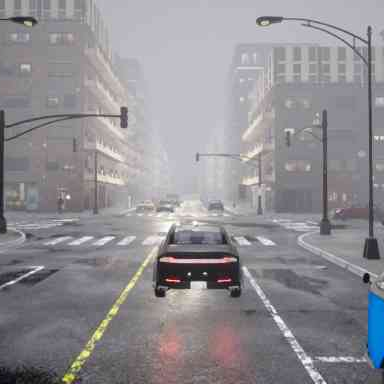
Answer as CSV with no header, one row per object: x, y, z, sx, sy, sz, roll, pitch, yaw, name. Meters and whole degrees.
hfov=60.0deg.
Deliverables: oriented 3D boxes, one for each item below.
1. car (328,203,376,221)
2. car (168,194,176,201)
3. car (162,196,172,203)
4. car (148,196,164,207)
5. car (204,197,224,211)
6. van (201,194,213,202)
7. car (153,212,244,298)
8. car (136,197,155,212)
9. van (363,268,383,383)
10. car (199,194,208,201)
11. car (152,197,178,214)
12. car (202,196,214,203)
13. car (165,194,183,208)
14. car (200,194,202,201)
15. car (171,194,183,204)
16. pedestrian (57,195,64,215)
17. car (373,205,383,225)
13.726,1.609,28.131,4.097,1.590,1.967,0,-1,1,car
-5.403,1.483,90.788,1.967,1.590,4.097,1,0,0,car
-5.455,1.577,73.860,1.887,1.381,4.507,1,0,0,car
-5.522,1.460,51.289,1.967,1.590,4.097,1,0,0,car
2.823,1.581,39.979,1.947,1.339,4.313,1,0,0,car
2.877,1.364,56.906,1.690,1.788,3.998,1,0,0,van
0.126,1.494,8.523,2.128,1.511,4.902,0,0,0,car
-5.557,1.540,39.834,1.752,1.417,4.829,1,0,0,car
2.680,1.342,2.033,1.690,1.788,3.998,1,0,0,van
2.962,1.354,85.119,2.192,1.841,5.009,1,0,0,car
-2.853,1.561,35.870,2.033,1.411,5.357,0,0,-2,car
2.840,1.568,45.622,2.008,1.369,4.403,1,0,0,car
-2.939,1.245,50.387,2.150,2.045,5.566,0,-1,1,car
2.908,1.554,68.362,1.752,1.417,4.829,1,0,0,car
-2.842,1.379,65.393,2.097,1.767,4.553,0,0,1,car
-12.445,1.218,31.466,0.375,1.860,0.375,0,-1,1,pedestrian
13.597,1.583,19.750,4.313,1.339,1.947,0,-1,1,car
